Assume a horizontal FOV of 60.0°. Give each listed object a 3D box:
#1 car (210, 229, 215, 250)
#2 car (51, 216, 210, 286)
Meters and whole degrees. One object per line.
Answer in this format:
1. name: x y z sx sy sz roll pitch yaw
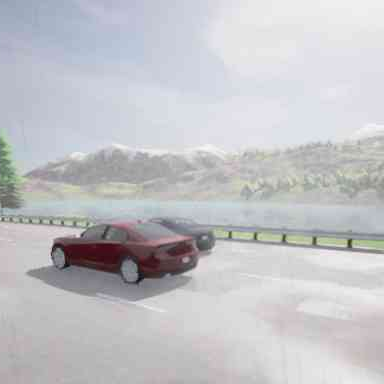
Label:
1. car: -1.160 1.674 13.415 4.181 1.385 1.994 -1 0 36
2. car: -2.163 1.568 9.821 5.008 1.535 1.882 0 0 36
